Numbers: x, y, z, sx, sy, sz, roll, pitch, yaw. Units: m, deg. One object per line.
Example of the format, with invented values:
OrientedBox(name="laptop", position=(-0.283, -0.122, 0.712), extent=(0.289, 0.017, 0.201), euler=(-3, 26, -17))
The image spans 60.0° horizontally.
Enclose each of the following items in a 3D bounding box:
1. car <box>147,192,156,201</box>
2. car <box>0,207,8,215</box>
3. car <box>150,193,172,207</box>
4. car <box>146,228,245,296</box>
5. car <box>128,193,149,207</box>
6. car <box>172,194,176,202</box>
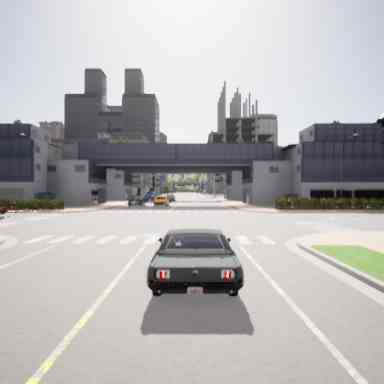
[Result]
OrientedBox(name="car", position=(-7.783, 0.962, 63.387), extent=(2.150, 2.045, 5.566), euler=(0, 0, 0))
OrientedBox(name="car", position=(-17.856, 1.499, 27.204), extent=(4.718, 1.301, 1.895), euler=(0, 0, 0))
OrientedBox(name="car", position=(-4.310, 1.290, 46.841), extent=(1.882, 1.535, 5.008), euler=(0, 0, 0))
OrientedBox(name="car", position=(0.068, 1.563, 8.481), extent=(1.895, 1.301, 4.718), euler=(0, 0, 0))
OrientedBox(name="car", position=(-7.810, 1.304, 46.899), extent=(2.128, 1.511, 4.902), euler=(0, 0, 0))
OrientedBox(name="car", position=(-4.260, 1.234, 66.468), extent=(1.837, 1.490, 4.892), euler=(0, 0, 0))
